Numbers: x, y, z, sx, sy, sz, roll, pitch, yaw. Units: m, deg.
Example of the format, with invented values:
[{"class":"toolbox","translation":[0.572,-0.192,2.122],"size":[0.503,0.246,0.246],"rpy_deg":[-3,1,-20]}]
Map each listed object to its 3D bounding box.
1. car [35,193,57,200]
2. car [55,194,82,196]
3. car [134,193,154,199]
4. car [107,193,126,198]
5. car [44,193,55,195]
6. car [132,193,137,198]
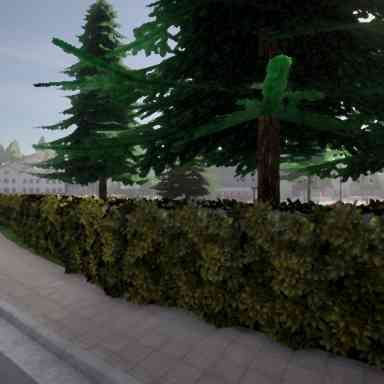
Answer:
[{"class":"car","translation":[-36.272,1.092,82.782],"size":[4.605,1.855,1.932],"rpy_deg":[0,0,-36]},{"class":"car","translation":[-23.826,1.316,64.084],"size":[3.633,1.501,1.845],"rpy_deg":[0,0,-36]},{"class":"car","translation":[-7.908,1.381,60.724],"size":[3.806,1.475,1.970],"rpy_deg":[0,0,-36]},{"class":"car","translation":[-20.307,1.149,90.342],"size":[5.027,1.636,2.152],"rpy_deg":[0,0,-36]},{"class":"car","translation":[-29.605,1.293,72.236],"size":[4.514,1.523,2.007],"rpy_deg":[0,0,-36]},{"class":"car","translation":[-10.838,1.094,77.812],"size":[4.605,1.855,1.932],"rpy_deg":[0,0,-36]}]
